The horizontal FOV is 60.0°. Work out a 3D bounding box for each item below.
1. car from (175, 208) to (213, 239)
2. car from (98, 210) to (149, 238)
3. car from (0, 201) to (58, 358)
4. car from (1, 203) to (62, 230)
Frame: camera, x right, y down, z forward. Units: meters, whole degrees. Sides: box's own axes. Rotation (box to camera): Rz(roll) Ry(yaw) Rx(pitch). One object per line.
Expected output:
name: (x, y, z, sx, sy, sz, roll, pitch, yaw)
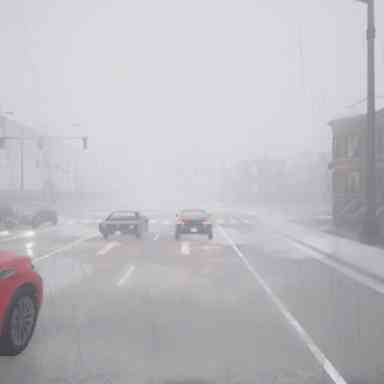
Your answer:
car: (0.089, 1.545, 17.203, 1.812, 1.442, 4.674, 0, 0, 0)
car: (-3.410, 1.621, 17.633, 1.895, 1.301, 4.718, 0, 0, 0)
car: (-3.403, 1.227, 2.881, 2.150, 2.045, 5.566, 0, 0, 0)
car: (-10.515, 1.557, 22.227, 1.812, 1.442, 4.674, 0, 0, 0)
